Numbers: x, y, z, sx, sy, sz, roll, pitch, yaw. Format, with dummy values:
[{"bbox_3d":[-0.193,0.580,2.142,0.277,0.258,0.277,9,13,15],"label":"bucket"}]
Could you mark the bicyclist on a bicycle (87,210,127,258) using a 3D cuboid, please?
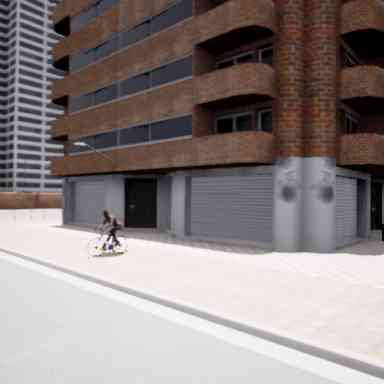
[{"bbox_3d":[-2.916,1.441,11.658,0.582,1.620,1.656,0,-2,42],"label":"bicyclist on a bicycle"}]
